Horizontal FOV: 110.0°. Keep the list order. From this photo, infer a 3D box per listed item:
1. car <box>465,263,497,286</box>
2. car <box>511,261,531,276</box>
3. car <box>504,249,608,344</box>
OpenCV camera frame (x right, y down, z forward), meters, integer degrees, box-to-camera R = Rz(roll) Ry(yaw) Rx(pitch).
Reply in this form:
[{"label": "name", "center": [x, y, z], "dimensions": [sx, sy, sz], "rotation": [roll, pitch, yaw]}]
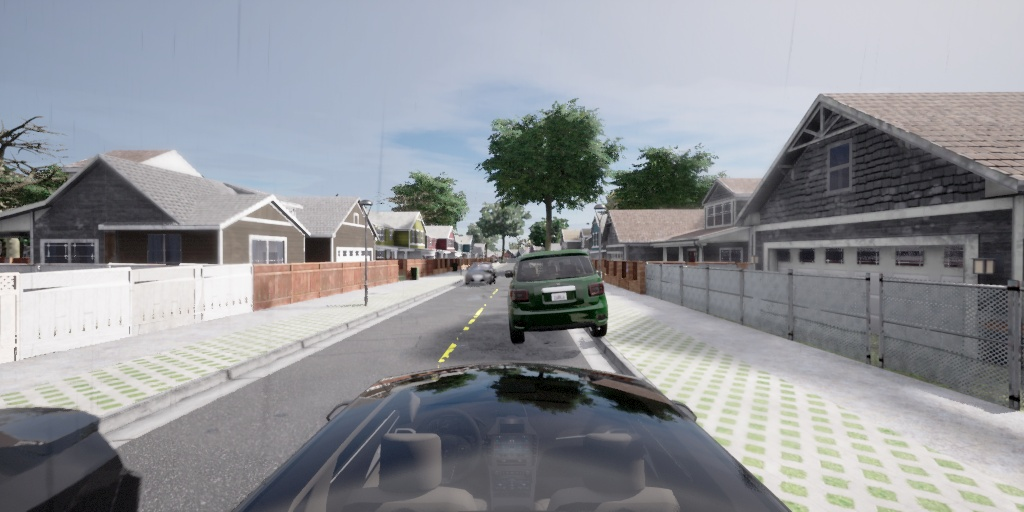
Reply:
[{"label": "car", "center": [-2.127, 1.246, 25.333], "dimensions": [2.128, 1.511, 4.902], "rotation": [0, 0, 2]}, {"label": "car", "center": [1.102, 1.322, 39.611], "dimensions": [2.033, 1.411, 5.357], "rotation": [0, 0, 3]}, {"label": "car", "center": [1.012, 0.897, 9.750], "dimensions": [2.150, 2.045, 5.566], "rotation": [-5, 0, 2]}]
